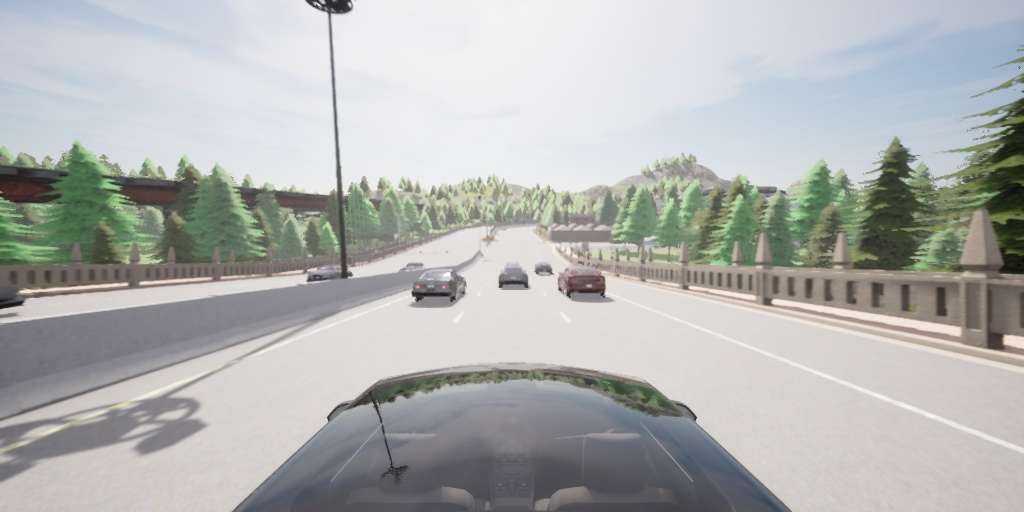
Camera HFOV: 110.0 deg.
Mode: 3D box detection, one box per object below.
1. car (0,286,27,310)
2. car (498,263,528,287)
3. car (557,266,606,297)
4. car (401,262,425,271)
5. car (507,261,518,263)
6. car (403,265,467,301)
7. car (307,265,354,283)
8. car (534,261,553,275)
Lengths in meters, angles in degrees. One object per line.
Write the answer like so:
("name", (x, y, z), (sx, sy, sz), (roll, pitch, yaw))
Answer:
("car", (-17.563, 1.317, 9.792), (2.033, 1.411, 5.357), (0, 0, 0))
("car", (0.098, 1.367, 24.832), (1.994, 1.385, 4.181), (0, 0, 0))
("car", (3.598, 1.268, 19.199), (1.882, 1.535, 5.008), (0, 0, 0))
("car", (-10.503, 1.393, 38.673), (1.837, 1.490, 4.892), (0, 0, 0))
("car", (0.095, 1.322, 46.533), (1.895, 1.301, 4.718), (0, 2, 0))
("car", (-3.402, 1.334, 17.538), (2.033, 1.411, 5.357), (0, 0, 0))
("car", (-14.050, 1.377, 27.933), (1.994, 1.385, 4.181), (0, 0, 1))
("car", (3.596, 1.348, 41.504), (1.812, 1.442, 4.674), (0, 0, 0))
